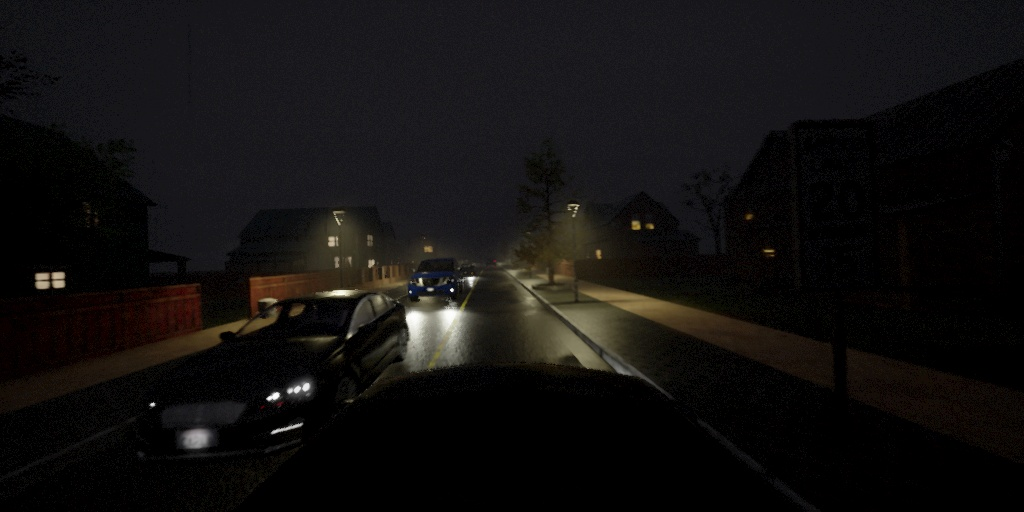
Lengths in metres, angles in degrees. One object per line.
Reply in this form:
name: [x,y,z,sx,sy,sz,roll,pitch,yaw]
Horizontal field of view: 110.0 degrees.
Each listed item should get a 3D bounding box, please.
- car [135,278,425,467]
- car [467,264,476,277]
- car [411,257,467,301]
car: [-2.945,1.356,5.614,2.128,1.511,4.902,-2,0,-4]
car: [-4.905,1.523,38.840,1.994,1.385,4.181,-2,0,-3]
car: [-3.741,1.118,18.365,2.150,2.045,5.566,-2,0,-4]
